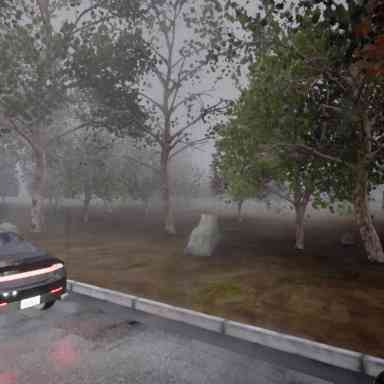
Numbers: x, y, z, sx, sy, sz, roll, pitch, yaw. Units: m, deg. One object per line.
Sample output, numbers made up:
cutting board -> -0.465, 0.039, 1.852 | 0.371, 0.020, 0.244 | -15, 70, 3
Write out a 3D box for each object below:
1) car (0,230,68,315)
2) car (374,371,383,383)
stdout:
car -> -4.481, 1.501, 6.577 | 4.902, 1.511, 2.128 | 0, 0, 36
car -> 3.250, 1.490, 1.059 | 4.902, 1.511, 2.128 | 0, 0, 36
